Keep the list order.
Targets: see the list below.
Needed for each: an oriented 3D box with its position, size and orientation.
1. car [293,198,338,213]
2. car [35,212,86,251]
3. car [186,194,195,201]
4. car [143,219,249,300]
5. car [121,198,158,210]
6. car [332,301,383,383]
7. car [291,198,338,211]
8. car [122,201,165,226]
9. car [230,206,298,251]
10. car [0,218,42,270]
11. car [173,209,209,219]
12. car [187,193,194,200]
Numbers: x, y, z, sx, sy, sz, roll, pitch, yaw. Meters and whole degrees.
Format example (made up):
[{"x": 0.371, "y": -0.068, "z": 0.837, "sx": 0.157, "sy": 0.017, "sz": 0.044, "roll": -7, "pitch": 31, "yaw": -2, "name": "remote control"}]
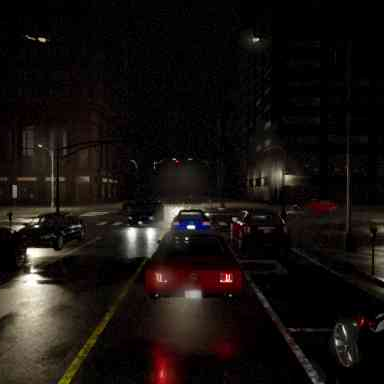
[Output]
[{"x": 13.360, "y": 1.524, "z": 35.617, "sx": 4.181, "sy": 1.385, "sz": 1.994, "roll": 0, "pitch": 0, "yaw": 0, "name": "car"}, {"x": -5.805, "y": 1.551, "z": 13.954, "sx": 2.008, "sy": 1.369, "sz": 4.403, "roll": 0, "pitch": 0, "yaw": 0, "name": "car"}, {"x": -0.329, "y": 1.409, "z": 82.255, "sx": 2.097, "sy": 1.767, "sz": 4.553, "roll": 0, "pitch": 0, "yaw": 0, "name": "car"}, {"x": 0.040, "y": 1.601, "z": 8.352, "sx": 1.895, "sy": 1.301, "sz": 4.718, "roll": 0, "pitch": 0, "yaw": 0, "name": "car"}, {"x": -5.757, "y": 1.510, "z": 38.773, "sx": 4.892, "sy": 1.490, "sz": 1.837, "roll": 0, "pitch": 0, "yaw": 0, "name": "car"}, {"x": 2.753, "y": 1.566, "z": 2.708, "sx": 1.947, "sy": 1.339, "sz": 4.313, "roll": 0, "pitch": 0, "yaw": 0, "name": "car"}, {"x": 14.247, "y": 1.445, "z": 38.862, "sx": 4.892, "sy": 1.490, "sz": 1.837, "roll": -1, "pitch": 0, "yaw": 1, "name": "car"}, {"x": -3.090, "y": 1.561, "z": 23.460, "sx": 2.033, "sy": 1.411, "sz": 5.357, "roll": 0, "pitch": 0, "yaw": 3, "name": "car"}, {"x": 2.720, "y": 1.441, "z": 13.980, "sx": 1.967, "sy": 1.590, "sz": 4.097, "roll": 0, "pitch": 0, "yaw": 0, "name": "car"}, {"x": -5.788, "y": 1.566, "z": 8.317, "sx": 1.947, "sy": 1.339, "sz": 4.313, "roll": 0, "pitch": 0, "yaw": 0, "name": "car"}, {"x": -0.047, "y": 1.565, "z": 17.108, "sx": 1.994, "sy": 1.385, "sz": 4.181, "roll": 0, "pitch": 0, "yaw": 0, "name": "car"}, {"x": -0.399, "y": 1.288, "z": 92.263, "sx": 2.097, "sy": 1.767, "sz": 4.553, "roll": 0, "pitch": 0, "yaw": 0, "name": "car"}]
